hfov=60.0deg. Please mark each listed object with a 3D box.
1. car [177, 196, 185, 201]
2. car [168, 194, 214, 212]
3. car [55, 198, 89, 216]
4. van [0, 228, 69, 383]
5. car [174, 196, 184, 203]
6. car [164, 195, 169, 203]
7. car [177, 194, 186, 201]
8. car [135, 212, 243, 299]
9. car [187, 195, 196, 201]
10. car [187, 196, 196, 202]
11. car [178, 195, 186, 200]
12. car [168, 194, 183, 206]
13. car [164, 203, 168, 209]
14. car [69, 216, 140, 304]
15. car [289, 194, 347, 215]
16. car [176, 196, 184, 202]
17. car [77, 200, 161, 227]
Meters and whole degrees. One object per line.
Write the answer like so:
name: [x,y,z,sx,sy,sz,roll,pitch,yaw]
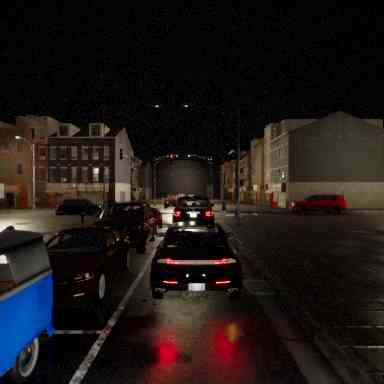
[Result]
car: [-2.771,1.640,83.469,1.947,1.339,4.313,0,0,0]
car: [0.072,1.223,18.593,2.150,2.045,5.566,0,0,0]
car: [-10.143,1.363,30.919,4.553,1.767,2.097,0,0,0]
van: [-2.648,1.341,2.769,1.690,1.788,3.998,0,0,0]
car: [-2.755,1.605,72.615,2.008,1.369,4.403,0,0,0]
car: [-2.714,1.333,45.481,2.192,1.841,5.009,0,0,0]
car: [-2.782,1.400,88.896,2.192,1.841,5.009,0,0,0]
car: [0.086,1.491,8.400,2.128,1.511,4.902,0,0,0]
car: [-0.132,1.437,86.201,2.128,1.511,4.902,0,0,0]
car: [-0.117,1.649,76.229,1.895,1.301,4.718,0,0,0]
car: [-2.789,1.536,94.323,1.967,1.590,4.097,0,0,0]
car: [-2.731,1.345,56.335,2.192,1.841,5.009,0,0,0]
car: [-2.672,1.546,19.071,1.887,1.381,4.507,0,0,0]
car: [-2.655,1.544,8.203,1.887,1.381,4.507,0,0,0]
car: [12.789,1.238,33.864,5.566,2.045,2.150,0,0,0]
car: [-2.763,1.589,77.872,1.752,1.417,4.829,0,0,0]
car: [-2.665,1.315,13.637,2.192,1.841,5.009,0,0,0]
